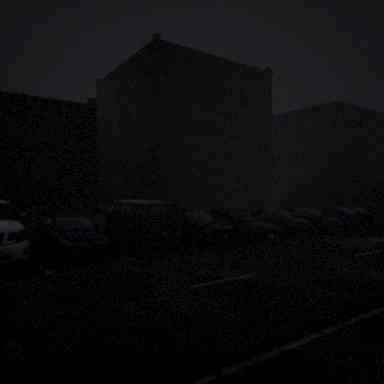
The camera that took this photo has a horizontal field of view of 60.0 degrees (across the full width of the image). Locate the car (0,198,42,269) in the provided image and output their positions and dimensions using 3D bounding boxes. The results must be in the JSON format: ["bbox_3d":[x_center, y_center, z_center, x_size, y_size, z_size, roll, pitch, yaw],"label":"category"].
[{"bbox_3d":[-6.777,1.220,10.678,2.435,2.045,5.566,0,0,-35],"label":"car"}]

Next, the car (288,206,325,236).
[{"bbox_3d":[4.449,1.598,18.671,2.231,1.521,4.892,1,0,-35],"label":"car"}]

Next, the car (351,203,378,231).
[{"bbox_3d":[8.955,1.672,21.847,2.097,1.535,5.008,1,-1,-35],"label":"car"}]

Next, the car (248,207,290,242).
[{"bbox_3d":[2.221,1.594,17.048,2.163,1.488,4.792,1,0,-35],"label":"car"}]

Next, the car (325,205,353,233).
[{"bbox_3d":[6.699,1.634,20.263,2.231,1.521,4.892,1,0,-35],"label":"car"}]

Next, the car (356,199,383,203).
[{"bbox_3d":[13.437,1.511,25.062,2.435,2.045,5.566,1,-1,-35],"label":"car"}]

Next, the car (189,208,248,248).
[{"bbox_3d":[-0.048,1.536,15.485,2.097,1.535,5.008,1,0,-35],"label":"car"}]

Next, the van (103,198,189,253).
[{"bbox_3d":[-2.260,1.286,14.053,1.878,1.987,4.442,0,0,-35],"label":"van"}]

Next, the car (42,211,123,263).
[{"bbox_3d":[-4.545,1.530,12.298,2.002,1.452,4.674,0,0,-35],"label":"car"}]

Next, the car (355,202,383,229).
[{"bbox_3d":[11.198,1.715,23.447,2.097,1.535,5.008,1,-1,-35],"label":"car"}]
